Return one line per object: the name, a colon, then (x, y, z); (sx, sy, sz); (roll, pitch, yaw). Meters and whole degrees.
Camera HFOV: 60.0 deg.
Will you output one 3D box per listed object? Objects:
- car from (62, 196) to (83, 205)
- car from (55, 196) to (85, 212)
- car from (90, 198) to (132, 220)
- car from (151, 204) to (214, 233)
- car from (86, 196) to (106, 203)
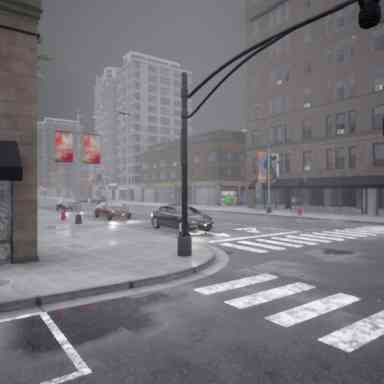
car: (-21.494, 1.442, 59.595); (2.033, 1.411, 5.357); (0, 0, -36)
car: (-14.160, 1.466, 38.059); (1.812, 1.442, 4.674); (0, 0, -36)
car: (-6.706, 1.485, 27.739); (1.812, 1.442, 4.674); (0, 0, -36)
car: (-0.693, 1.480, 19.413); (1.837, 1.490, 4.892); (0, 0, -35)
car: (-16.243, 1.401, 57.870); (1.837, 1.490, 4.892); (0, 0, -36)
